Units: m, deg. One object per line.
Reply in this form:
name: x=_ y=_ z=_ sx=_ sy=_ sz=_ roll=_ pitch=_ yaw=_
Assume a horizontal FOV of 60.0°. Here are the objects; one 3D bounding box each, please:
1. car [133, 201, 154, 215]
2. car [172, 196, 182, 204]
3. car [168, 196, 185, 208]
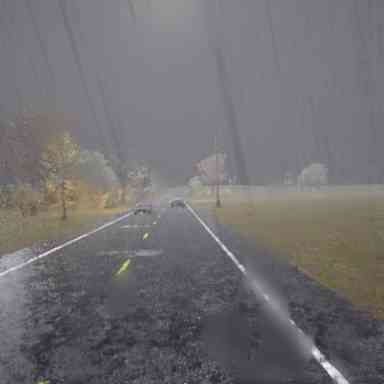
car: x=-5.176 y=1.695 z=35.933 sx=2.033 sy=1.411 sz=5.357 roll=-2 pitch=0 yaw=-3
car: x=-2.946 y=1.569 z=65.213 sx=1.837 sy=1.490 sz=4.892 roll=-2 pitch=0 yaw=-2
car: x=-2.098 y=1.553 z=48.587 sx=1.837 sy=1.490 sz=4.892 roll=-2 pitch=0 yaw=-3
